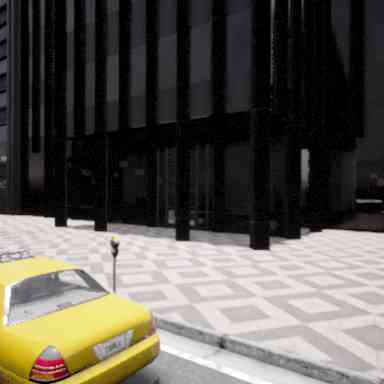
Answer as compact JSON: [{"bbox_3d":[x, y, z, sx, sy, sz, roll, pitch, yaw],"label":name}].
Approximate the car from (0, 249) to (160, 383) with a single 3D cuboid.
[{"bbox_3d":[-2.641,1.507,4.727,4.829,1.417,1.752,0,0,37],"label":"car"}]
